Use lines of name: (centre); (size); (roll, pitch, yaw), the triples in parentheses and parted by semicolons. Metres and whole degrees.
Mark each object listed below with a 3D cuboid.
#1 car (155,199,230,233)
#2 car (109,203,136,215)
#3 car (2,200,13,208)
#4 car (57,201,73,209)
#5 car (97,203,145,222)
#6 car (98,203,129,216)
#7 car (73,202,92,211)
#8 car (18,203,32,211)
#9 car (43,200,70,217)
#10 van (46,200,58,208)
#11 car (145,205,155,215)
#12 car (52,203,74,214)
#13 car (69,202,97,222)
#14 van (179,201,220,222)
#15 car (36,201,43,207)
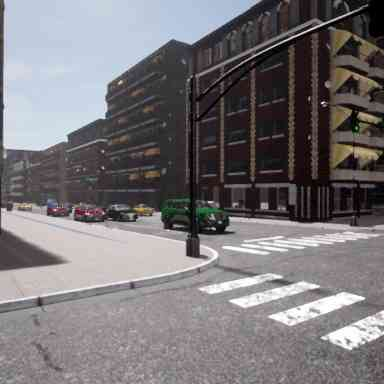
car: (0.042, 1.488, 21.922); (2.150, 2.045, 5.566); (0, -1, -36)
car: (-9.378, 2.251, 44.835); (1.947, 1.339, 4.313); (-1, 0, -36)
car: (-42.507, 2.717, 76.606); (2.192, 1.841, 5.009); (-1, 0, -36)
car: (-25.866, 2.593, 67.728); (1.967, 1.590, 4.097); (-1, 0, -36)
car: (-6.783, 1.950, 31.404); (2.128, 1.511, 4.902); (0, -1, -36)
car: (-9.722, 2.104, 40.957); (1.882, 1.535, 5.008); (0, -1, -36)
car: (-19.370, 2.494, 58.709); (1.752, 1.417, 4.829); (-1, 0, -36)
car: (-29.215, 2.549, 58.153); (1.752, 1.417, 4.829); (-1, 0, -36)
car: (-16.128, 2.093, 39.977); (1.967, 1.590, 4.097); (-1, 0, -36)
van: (-32.463, 2.681, 76.886); (1.690, 1.788, 3.998); (-1, 0, -36)
car: (-6.181, 2.120, 40.395); (1.752, 1.417, 4.829); (-1, 0, -36)
car: (-18.607, 2.358, 47.955); (1.994, 1.385, 4.181); (0, -1, -36)
car: (-9.534, 1.907, 30.821); (1.967, 1.590, 4.097); (-1, 0, -36)
van: (0.646, 1.748, 31.200); (1.690, 1.788, 3.998); (-1, 0, -36)
car: (-39.051, 3.095, 86.040); (1.947, 1.339, 4.313); (-1, 0, -36)
